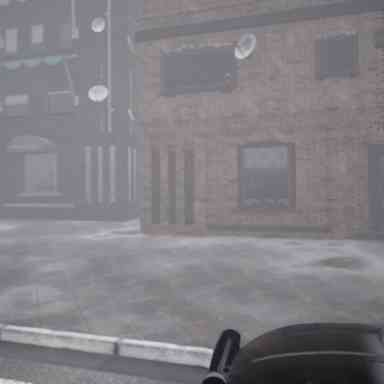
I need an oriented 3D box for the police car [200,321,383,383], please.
[{"bbox_3d":[2.583,1.435,2.127,5.238,1.638,1.930,0,0,14],"label":"police car"}]
